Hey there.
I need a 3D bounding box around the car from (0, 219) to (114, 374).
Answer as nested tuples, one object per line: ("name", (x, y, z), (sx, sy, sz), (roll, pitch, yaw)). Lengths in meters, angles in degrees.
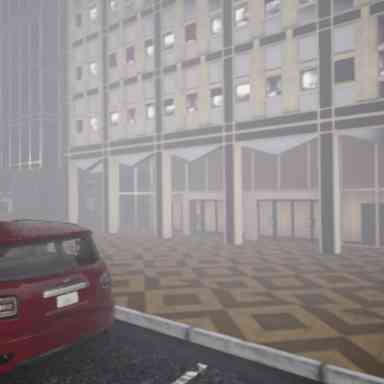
("car", (-3.409, 1.372, 5.311), (5.009, 1.841, 2.192), (-1, -1, 35))
